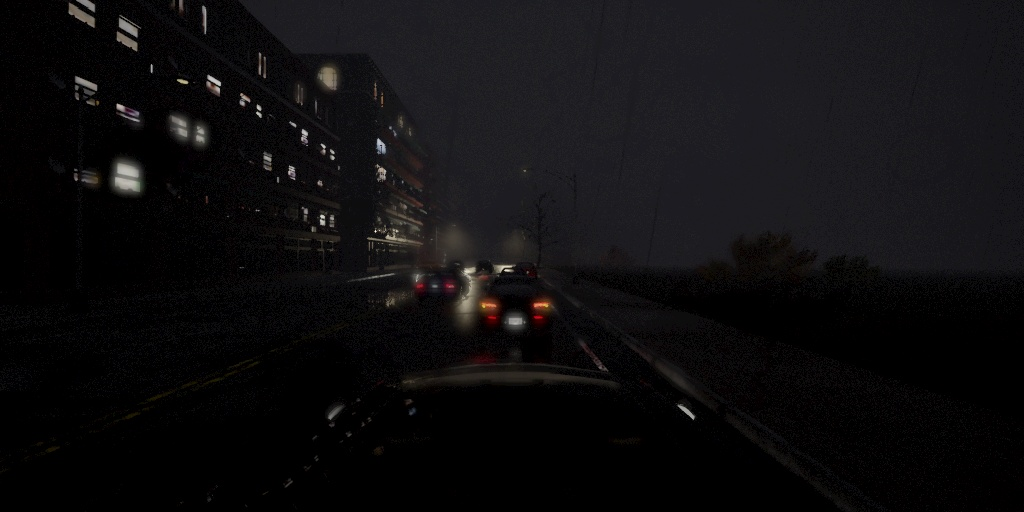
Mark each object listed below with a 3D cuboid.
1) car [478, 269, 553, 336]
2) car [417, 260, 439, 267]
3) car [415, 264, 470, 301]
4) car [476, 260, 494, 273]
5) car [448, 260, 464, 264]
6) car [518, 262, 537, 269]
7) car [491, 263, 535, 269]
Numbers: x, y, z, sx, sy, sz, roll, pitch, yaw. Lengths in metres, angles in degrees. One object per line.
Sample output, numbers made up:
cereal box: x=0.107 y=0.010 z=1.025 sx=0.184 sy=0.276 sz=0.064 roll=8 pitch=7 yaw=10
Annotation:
car: x=0.072 y=1.277 z=10.239 sx=1.812 sy=1.442 sz=4.674 roll=0 pitch=0 yaw=0
car: x=-9.947 y=1.231 z=42.771 sx=1.882 sy=1.535 sz=5.008 roll=0 pitch=0 yaw=0
car: x=-3.188 y=1.300 z=17.257 sx=2.033 sy=1.411 sz=5.357 roll=0 pitch=0 yaw=0
car: x=-3.246 y=1.257 z=42.825 sx=1.837 sy=1.490 sz=4.892 roll=0 pitch=0 yaw=0
car: x=-6.697 y=1.258 z=42.675 sx=1.837 sy=1.490 sz=4.892 roll=0 pitch=0 yaw=0
car: x=1.071 y=1.232 z=29.935 sx=1.882 sy=1.535 sz=5.008 roll=0 pitch=0 yaw=0
car: x=0.057 y=1.317 z=20.407 sx=1.994 sy=1.385 sz=4.181 roll=0 pitch=0 yaw=0
